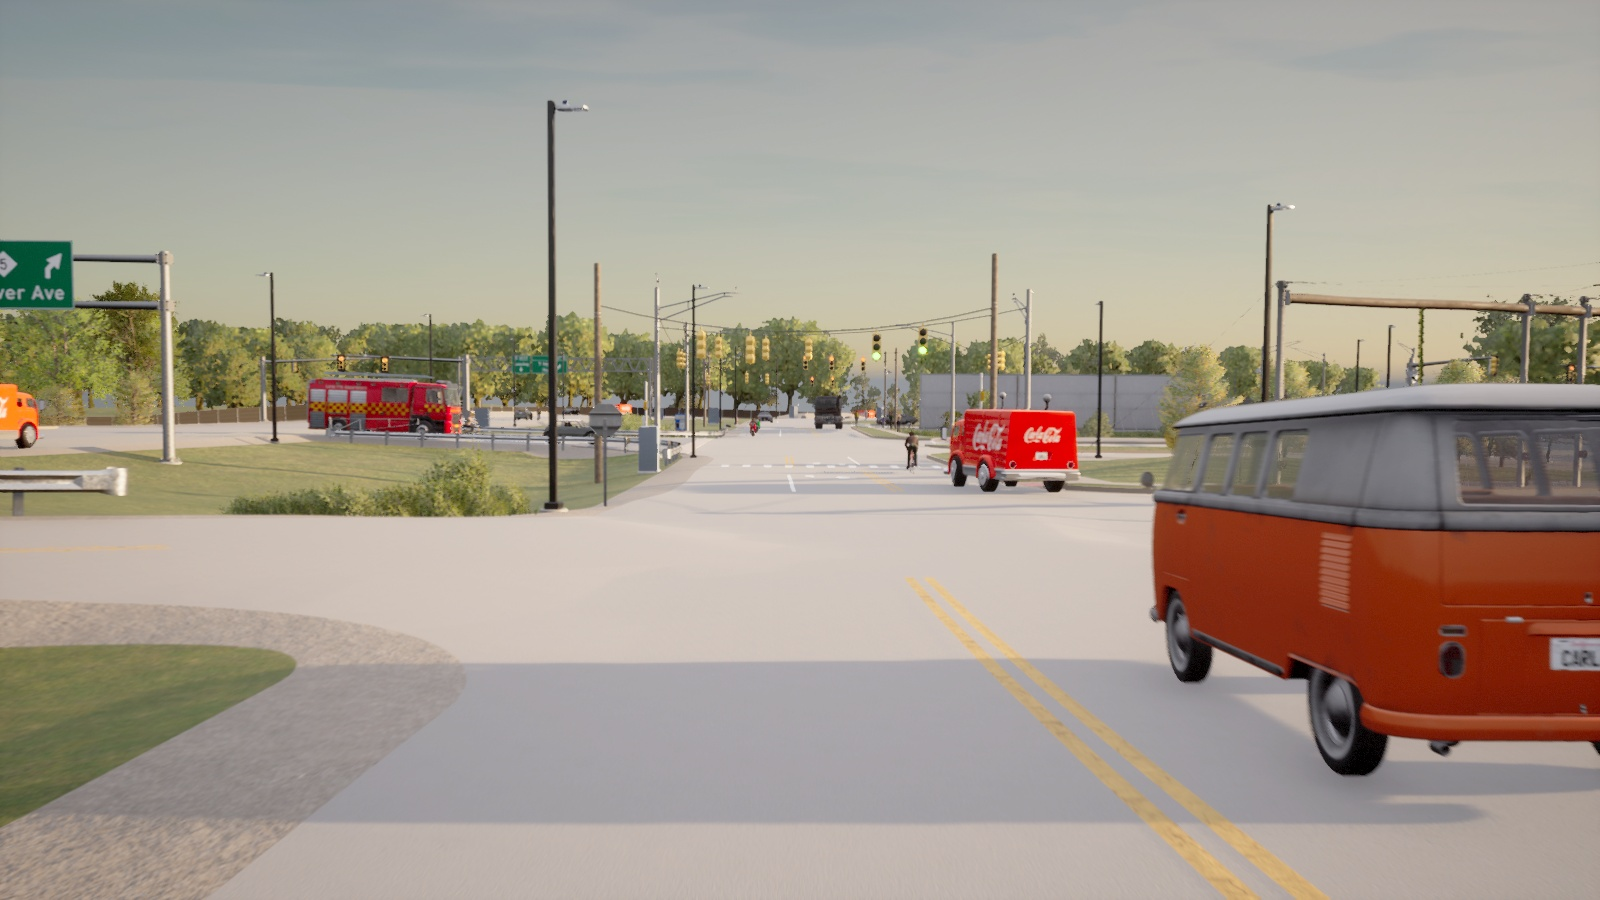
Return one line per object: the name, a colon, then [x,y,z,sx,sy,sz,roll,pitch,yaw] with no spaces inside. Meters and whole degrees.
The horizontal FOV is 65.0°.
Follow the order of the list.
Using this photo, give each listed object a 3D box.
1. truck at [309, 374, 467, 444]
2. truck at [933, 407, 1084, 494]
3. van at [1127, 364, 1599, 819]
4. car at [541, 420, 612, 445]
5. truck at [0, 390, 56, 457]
truck: [-24.563,-2.443,75.144,8.468,3.827,2.891,2,2,-1]
truck: [6.285,-0.068,38.636,2.627,2.467,5.204,0,2,-15]
van: [3.484,0.628,7.721,1.775,1.987,4.442,0,0,0]
car: [-13.387,-1.039,75.246,3.806,1.475,1.970,0,2,4]
truck: [-30.463,-0.991,46.600,2.627,2.467,5.204,0,2,-1]
